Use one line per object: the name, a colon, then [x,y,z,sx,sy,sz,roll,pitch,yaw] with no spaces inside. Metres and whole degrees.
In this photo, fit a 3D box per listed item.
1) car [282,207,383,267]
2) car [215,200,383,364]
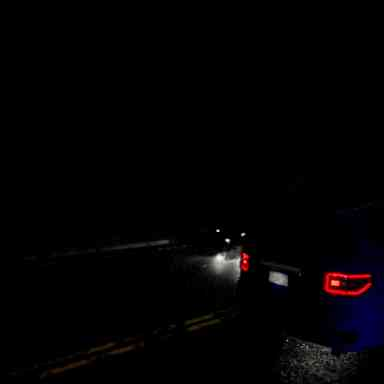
car: [5.522,1.383,11.762,4.892,1.490,1.837,-1,0,-37]
car: [3.281,1.158,5.843,5.566,2.045,2.150,-1,1,-36]
